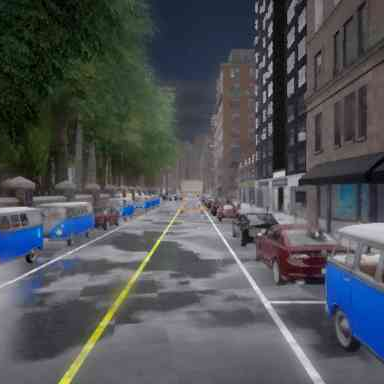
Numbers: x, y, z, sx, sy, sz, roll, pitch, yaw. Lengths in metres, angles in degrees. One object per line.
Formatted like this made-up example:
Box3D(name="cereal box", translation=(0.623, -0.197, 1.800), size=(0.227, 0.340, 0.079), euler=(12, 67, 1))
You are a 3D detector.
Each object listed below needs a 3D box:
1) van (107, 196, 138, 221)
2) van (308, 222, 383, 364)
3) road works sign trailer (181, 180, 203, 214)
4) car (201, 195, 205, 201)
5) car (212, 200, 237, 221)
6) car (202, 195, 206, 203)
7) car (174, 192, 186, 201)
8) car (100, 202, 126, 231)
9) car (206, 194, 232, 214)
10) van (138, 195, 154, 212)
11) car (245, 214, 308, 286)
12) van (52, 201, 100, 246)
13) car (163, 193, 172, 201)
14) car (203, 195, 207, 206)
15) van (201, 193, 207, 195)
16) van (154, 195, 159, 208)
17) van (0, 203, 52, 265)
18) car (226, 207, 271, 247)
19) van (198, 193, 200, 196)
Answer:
Box3D(name="van", translation=(-5.671, 1.325, 26.229), size=(1.690, 1.788, 3.998), euler=(0, 0, 0))
Box3D(name="van", translation=(2.853, 1.340, 3.605), size=(1.690, 1.788, 3.998), euler=(0, 0, 0))
Box3D(name="road works sign trailer", translation=(0.000, 0.438, 34.860), size=(2.380, 3.560, 2.880), euler=(0, 0, 0))
Box3D(name="car", translation=(2.855, 1.521, 54.549), size=(1.802, 1.307, 4.206), euler=(0, 0, 0))
Box3D(name="car", translation=(2.855, 1.566, 26.246), size=(1.802, 1.307, 4.206), euler=(0, 0, 0))
Box3D(name="car", translation=(2.856, 1.532, 48.888), size=(1.802, 1.307, 4.206), euler=(0, 0, 0))
Box3D(name="car", translation=(-3.001, 1.309, 75.945), size=(1.882, 1.535, 5.008), euler=(0, 0, 0))
Box3D(name="car", translation=(-5.671, 1.534, 20.571), size=(1.887, 1.381, 4.507), euler=(0, 0, 0))
Box3D(name="car", translation=(2.854, 1.293, 31.907), size=(2.192, 1.841, 5.009), euler=(0, 0, 0))
Box3D(name="van", translation=(-5.671, 1.311, 37.545), size=(1.690, 1.788, 3.998), euler=(0, 0, 0))
Box3D(name="car", translation=(2.854, 1.541, 9.265), size=(1.887, 1.381, 4.507), euler=(0, 0, 0))
Box3D(name="van", translation=(-5.672, 1.335, 14.913), size=(1.690, 1.788, 3.998), euler=(0, 0, 0))
Box3D(name="car", translation=(-5.669, 1.200, 77.150), size=(2.192, 1.841, 5.009), euler=(0, 0, 0))
Box3D(name="car", translation=(2.855, 1.506, 43.228), size=(1.887, 1.381, 4.507), euler=(0, 0, 0))
Box3D(name="van", translation=(2.855, 1.268, 60.209), size=(1.690, 1.788, 3.998), euler=(0, 0, 0))
Box3D(name="van", translation=(-5.671, 1.302, 43.202), size=(1.690, 1.788, 3.998), euler=(0, 0, 0))
Box3D(name="van", translation=(-5.672, 1.338, 9.256), size=(1.690, 1.788, 3.998), euler=(0, 0, 0))
Box3D(name="car", translation=(2.854, 1.560, 14.925), size=(1.947, 1.339, 4.313), euler=(0, 0, 0))
Box3D(name="van", translation=(2.856, 1.226, 77.190), size=(1.690, 1.788, 3.998), euler=(0, 0, 0))
